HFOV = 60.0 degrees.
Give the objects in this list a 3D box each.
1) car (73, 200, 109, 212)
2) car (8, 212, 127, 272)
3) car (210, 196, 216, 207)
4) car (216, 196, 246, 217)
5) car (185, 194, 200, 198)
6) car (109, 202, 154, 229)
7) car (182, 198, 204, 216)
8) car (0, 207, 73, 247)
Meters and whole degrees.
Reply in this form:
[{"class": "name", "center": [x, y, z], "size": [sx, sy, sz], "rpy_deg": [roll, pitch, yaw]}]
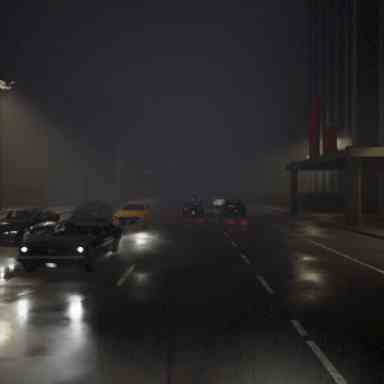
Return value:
[{"class": "car", "center": [-7.052, 1.361, 23.950], "size": [1.882, 1.535, 5.008], "rpy_deg": [0, 0, 1]}, {"class": "car", "center": [-3.591, 1.549, 10.693], "size": [1.895, 1.301, 4.718], "rpy_deg": [0, 0, 0]}, {"class": "car", "center": [3.579, 1.308, 45.008], "size": [1.812, 1.442, 4.674], "rpy_deg": [0, 0, 0]}, {"class": "car", "center": [3.607, 1.350, 29.554], "size": [2.128, 1.511, 4.902], "rpy_deg": [0, 0, 0]}, {"class": "car", "center": [0.075, 1.135, 44.941], "size": [2.097, 1.767, 4.553], "rpy_deg": [0, 0, 0]}, {"class": "car", "center": [-3.569, 1.375, 21.131], "size": [1.882, 1.535, 5.008], "rpy_deg": [0, 0, 0]}, {"class": "car", "center": [0.109, 1.454, 30.290], "size": [1.895, 1.301, 4.718], "rpy_deg": [0, 0, 0]}, {"class": "car", "center": [-7.091, 1.423, 13.998], "size": [2.128, 1.511, 4.902], "rpy_deg": [0, 0, 0]}]
